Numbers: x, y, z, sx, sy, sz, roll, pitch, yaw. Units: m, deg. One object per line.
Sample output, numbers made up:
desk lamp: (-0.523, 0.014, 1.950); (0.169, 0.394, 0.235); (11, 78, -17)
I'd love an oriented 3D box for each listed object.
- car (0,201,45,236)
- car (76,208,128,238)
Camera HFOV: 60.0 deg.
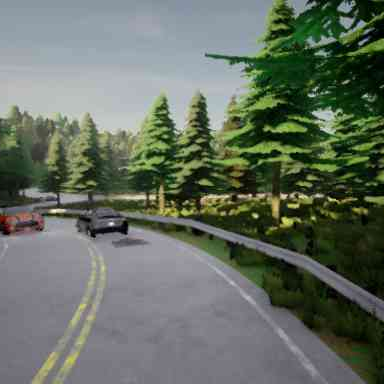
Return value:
car: (-10.812, 1.588, 20.457); (2.097, 1.767, 4.553); (-4, 1, -43)
car: (-4.974, 1.549, 18.103); (1.994, 1.385, 4.181); (-3, 1, -30)
